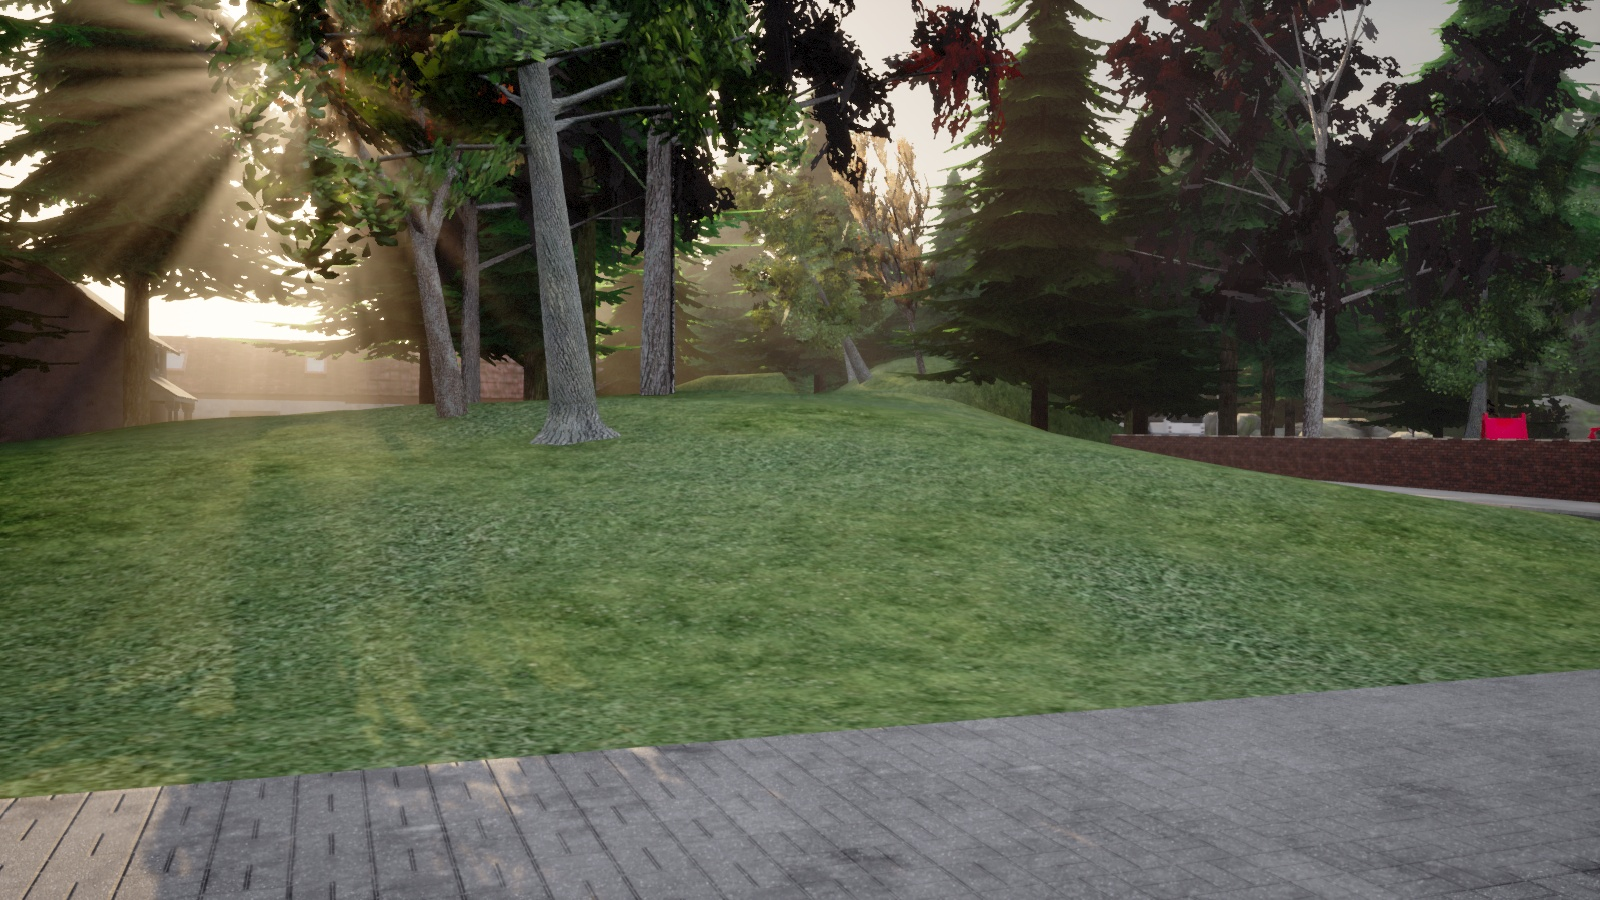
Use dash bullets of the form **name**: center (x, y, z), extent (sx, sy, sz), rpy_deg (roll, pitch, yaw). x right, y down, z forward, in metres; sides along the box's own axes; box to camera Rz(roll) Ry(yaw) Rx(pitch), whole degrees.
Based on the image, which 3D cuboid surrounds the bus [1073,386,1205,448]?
- **bus**: center (24.391, -2.323, 91.043), extent (3.944, 4.253, 10.273), rpy_deg (-1, 1, -21)
